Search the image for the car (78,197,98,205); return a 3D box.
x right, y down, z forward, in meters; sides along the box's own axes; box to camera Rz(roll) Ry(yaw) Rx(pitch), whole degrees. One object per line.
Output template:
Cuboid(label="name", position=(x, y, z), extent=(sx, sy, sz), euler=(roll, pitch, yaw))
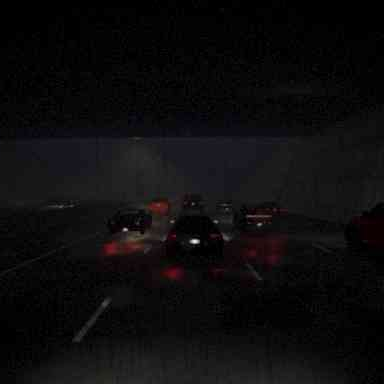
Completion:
Cuboid(label="car", position=(-17.543, 1.575, 57.992), extent=(2.128, 1.511, 4.902), euler=(0, 0, 1))

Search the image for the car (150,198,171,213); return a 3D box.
Cuboid(label="car", position=(-3.407, 1.404, 36.136), extent=(2.097, 1.767, 4.553), euler=(0, 0, 0))

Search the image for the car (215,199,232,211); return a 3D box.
Cuboid(label="car", position=(3.593, 1.544, 36.395), extent=(2.128, 1.511, 4.902), euler=(0, 0, 0))

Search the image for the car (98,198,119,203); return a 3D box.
Cuboid(label="car", position=(-14.045, 1.683, 57.184), extent=(1.895, 1.301, 4.718), euler=(0, 0, 1))

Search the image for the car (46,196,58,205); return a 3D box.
Cuboid(label="car", position=(-24.513, 1.563, 59.804), extent=(1.882, 1.535, 5.008), euler=(0, 0, 0))

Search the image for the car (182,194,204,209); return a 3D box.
Cuboid(label="car", position=(0.093, 1.272, 35.409), extent=(2.150, 2.045, 5.566), euler=(0, 0, 0))

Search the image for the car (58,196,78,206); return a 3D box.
Cuboid(label="car", position=(-21.033, 1.435, 58.091), extent=(2.097, 1.767, 4.553), euler=(0, 0, 1))

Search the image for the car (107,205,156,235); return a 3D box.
Cuboid(label="car", position=(-3.410, 1.628, 19.201), extent=(1.895, 1.301, 4.718), euler=(0, 0, 0))

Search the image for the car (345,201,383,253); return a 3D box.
Cuboid(label="car", position=(7.091, 1.237, 10.734), extent=(2.150, 2.045, 5.566), euler=(0, 0, 0))

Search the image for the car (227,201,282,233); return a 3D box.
Cuboid(label="car", position=(3.589, 1.520, 20.074), extent=(2.128, 1.511, 4.902), euler=(0, 0, 0))

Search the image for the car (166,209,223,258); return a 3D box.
Cuboid(label="car", position=(0.089, 1.583, 12.823), extent=(1.994, 1.385, 4.181), euler=(0, 0, 0))

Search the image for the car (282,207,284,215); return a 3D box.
Cuboid(label="car", position=(7.091, 1.592, 30.976), extent=(2.033, 1.411, 5.357), euler=(0, 0, 0))
